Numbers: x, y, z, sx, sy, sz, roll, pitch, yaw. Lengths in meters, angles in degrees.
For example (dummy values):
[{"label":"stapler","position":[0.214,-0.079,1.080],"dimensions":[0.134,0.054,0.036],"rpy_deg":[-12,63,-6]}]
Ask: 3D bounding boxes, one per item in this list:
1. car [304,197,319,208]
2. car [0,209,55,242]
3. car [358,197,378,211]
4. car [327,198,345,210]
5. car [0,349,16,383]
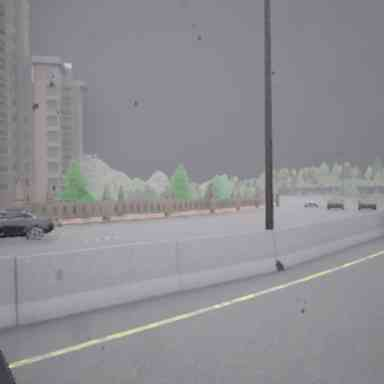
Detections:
[{"label":"car","position":[17.658,1.542,48.939],"dimensions":[1.812,1.442,4.674],"rpy_deg":[-1,-1,24]},{"label":"car","position":[-8.835,1.537,15.074],"dimensions":[4.902,1.511,2.128],"rpy_deg":[0,0,-37]},{"label":"car","position":[21.009,1.422,39.790],"dimensions":[1.882,1.535,5.008],"rpy_deg":[0,0,27]},{"label":"car","position":[18.184,1.452,41.916],"dimensions":[1.882,1.535,5.008],"rpy_deg":[0,0,27]},{"label":"car","position":[-3.605,1.570,1.278],"dimensions":[5.357,1.411,2.033],"rpy_deg":[0,0,-35]}]
